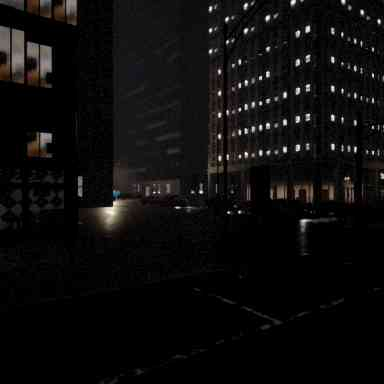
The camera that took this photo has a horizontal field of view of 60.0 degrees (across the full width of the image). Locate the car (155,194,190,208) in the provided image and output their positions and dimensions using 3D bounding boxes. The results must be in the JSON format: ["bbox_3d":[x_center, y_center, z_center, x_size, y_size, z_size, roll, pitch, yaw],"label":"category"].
[{"bbox_3d":[-2.477,1.211,40.515,1.802,1.307,4.206,1,0,-33],"label":"car"}]

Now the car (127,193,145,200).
[{"bbox_3d":[-11.498,0.864,67.799,1.947,1.339,4.313,1,0,-36],"label":"car"}]

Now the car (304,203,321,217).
[{"bbox_3d":[8.182,1.309,28.499,1.837,1.490,4.892,0,1,-32],"label":"car"}]

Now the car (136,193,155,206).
[{"bbox_3d":[-5.425,1.094,45.011,1.752,1.417,4.829,1,0,-33],"label":"car"}]

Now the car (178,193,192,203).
[{"bbox_3d":[-2.444,1.058,45.176,1.882,1.535,5.008,0,1,-34],"label":"car"}]

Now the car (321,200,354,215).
[{"bbox_3d":[13.037,1.377,31.249,1.802,1.307,4.206,1,0,-32],"label":"car"}]

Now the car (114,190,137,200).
[{"bbox_3d":[-13.275,0.786,65.980,1.882,1.535,5.008,0,1,-36],"label":"car"}]

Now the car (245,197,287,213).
[{"bbox_3d":[7.686,1.297,34.874,1.994,1.385,4.181,0,1,-32],"label":"car"}]

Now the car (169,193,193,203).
[{"bbox_3d":[-1.855,0.926,54.351,1.967,1.590,4.097,1,0,-35],"label":"car"}]

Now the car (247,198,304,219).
[{"bbox_3d":[6.417,1.399,26.558,1.802,1.307,4.206,1,0,-32],"label":"car"}]

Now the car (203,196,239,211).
[{"bbox_3d":[3.164,1.189,36.463,2.128,1.511,4.902,0,1,-32],"label":"car"}]

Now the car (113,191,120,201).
[{"bbox_3d":[-14.969,0.919,58.893,1.887,1.381,4.507,1,0,-35],"label":"car"}]
